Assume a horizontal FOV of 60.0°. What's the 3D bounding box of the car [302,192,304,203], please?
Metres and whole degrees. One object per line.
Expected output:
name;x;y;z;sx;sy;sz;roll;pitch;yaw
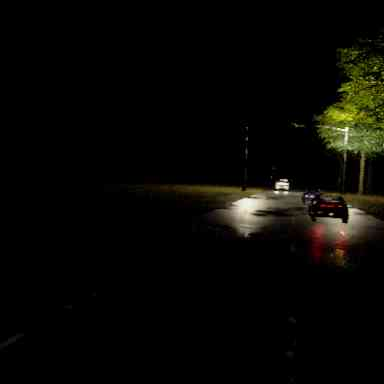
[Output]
car;11.932;0.381;32.882;2.033;1.411;5.357;3;3;17

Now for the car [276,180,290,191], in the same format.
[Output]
car;16.403;-1.231;60.245;2.150;2.045;5.566;3;3;16

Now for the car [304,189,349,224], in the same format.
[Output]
car;7.781;0.834;19.129;2.128;1.511;4.902;3;3;17
